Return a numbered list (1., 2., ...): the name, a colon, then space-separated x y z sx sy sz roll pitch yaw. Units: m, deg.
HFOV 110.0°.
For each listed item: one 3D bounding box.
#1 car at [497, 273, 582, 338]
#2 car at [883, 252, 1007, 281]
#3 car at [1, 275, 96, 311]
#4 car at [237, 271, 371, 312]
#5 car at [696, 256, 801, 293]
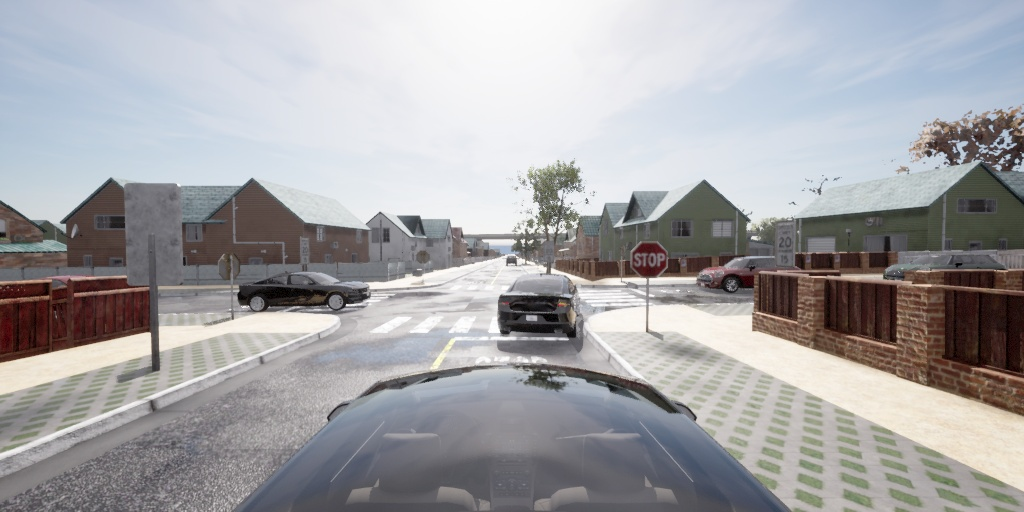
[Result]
1. car: 0.947 1.224 10.351 1.882 1.535 5.008 0 0 12
2. car: 21.681 0.645 18.059 4.553 1.767 2.097 -1 2 0
3. car: -18.038 1.546 14.791 5.008 1.535 1.882 -1 2 0
4. car: -8.485 1.376 14.866 5.008 1.535 1.882 -1 2 0
5. car: 11.786 0.820 17.975 4.553 1.767 2.097 -1 2 0
